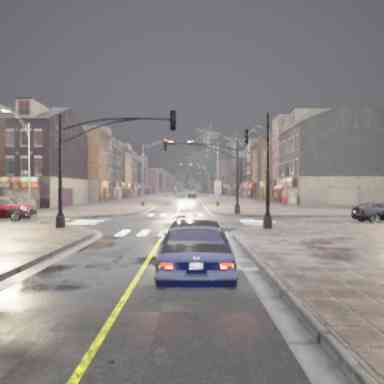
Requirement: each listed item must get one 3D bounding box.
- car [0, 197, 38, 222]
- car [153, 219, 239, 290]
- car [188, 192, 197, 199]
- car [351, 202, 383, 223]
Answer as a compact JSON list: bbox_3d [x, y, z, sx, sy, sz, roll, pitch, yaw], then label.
[{"bbox_3d":[-13.466,1.127,23.634,4.553,1.767,2.097,0,0,-1],"label":"car"},{"bbox_3d":[0.082,1.446,8.916,2.033,1.411,5.357,0,1,0],"label":"car"},{"bbox_3d":[0.019,0.683,75.846,1.882,1.535,5.008,0,1,0],"label":"car"},{"bbox_3d":[12.356,1.279,21.029,4.313,1.339,1.947,0,1,0],"label":"car"}]
